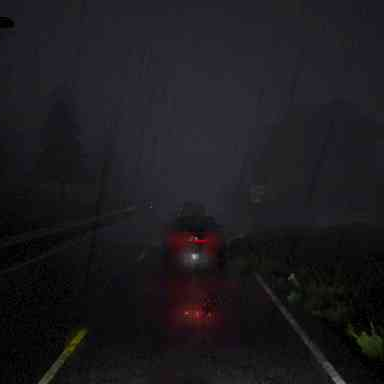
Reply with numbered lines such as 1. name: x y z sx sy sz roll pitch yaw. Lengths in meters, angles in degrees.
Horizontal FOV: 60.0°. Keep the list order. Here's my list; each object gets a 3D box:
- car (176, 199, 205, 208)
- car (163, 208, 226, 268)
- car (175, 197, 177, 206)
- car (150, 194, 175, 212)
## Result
1. car: 0.066 1.463 27.345 2.128 1.511 4.902 -1 -1 0
2. car: 0.079 1.516 11.320 1.837 1.490 4.892 0 0 0
3. car: -3.544 1.539 58.201 1.882 1.535 5.008 0 0 1
4. car: -3.597 1.264 39.457 2.150 2.045 5.566 0 0 0
